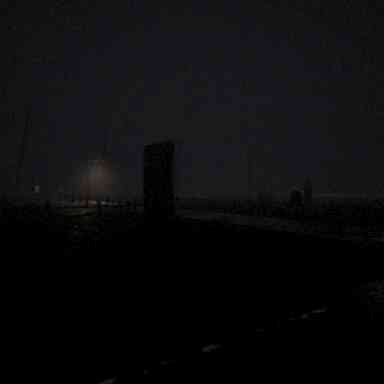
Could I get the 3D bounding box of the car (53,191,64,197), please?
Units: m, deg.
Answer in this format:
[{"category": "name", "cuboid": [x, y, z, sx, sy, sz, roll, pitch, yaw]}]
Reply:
[{"category": "car", "cuboid": [-33.268, 0.577, 82.863, 1.837, 1.490, 4.892, 0, 1, -35]}]
